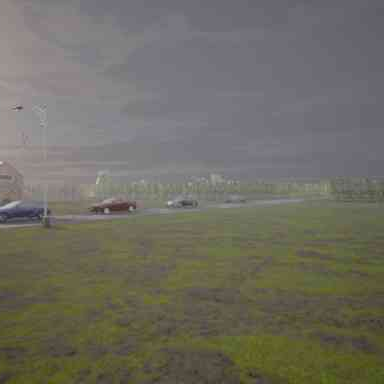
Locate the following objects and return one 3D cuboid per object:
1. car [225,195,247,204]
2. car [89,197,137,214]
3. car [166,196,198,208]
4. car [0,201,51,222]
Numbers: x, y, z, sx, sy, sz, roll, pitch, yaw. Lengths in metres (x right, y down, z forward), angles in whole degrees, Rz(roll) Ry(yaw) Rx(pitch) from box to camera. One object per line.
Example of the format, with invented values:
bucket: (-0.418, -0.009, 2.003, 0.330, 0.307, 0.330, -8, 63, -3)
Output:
car: (6.793, 1.152, 51.734, 1.994, 1.385, 4.181, 0, 0, 37)
car: (-7.647, 1.279, 32.502, 1.882, 1.535, 5.008, 0, 0, 37)
car: (-1.192, 1.197, 41.142, 2.128, 1.511, 4.902, 0, 0, 37)
car: (-13.068, 1.408, 25.185, 1.812, 1.442, 4.674, 0, 0, 36)
